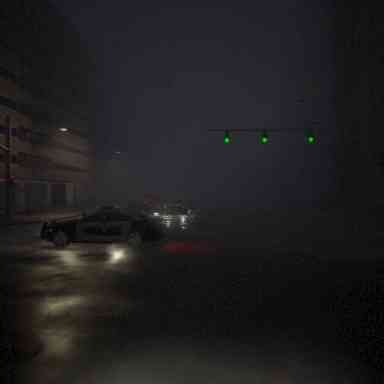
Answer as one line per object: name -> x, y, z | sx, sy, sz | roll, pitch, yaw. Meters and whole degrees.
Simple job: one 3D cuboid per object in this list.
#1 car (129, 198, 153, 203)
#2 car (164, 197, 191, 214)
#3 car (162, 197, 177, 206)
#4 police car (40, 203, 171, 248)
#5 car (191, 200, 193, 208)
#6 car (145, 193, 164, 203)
car -> -5.238, 1.564, 31.129 | 1.994, 1.385, 4.181 | 0, 0, 3
car -> -1.470, 1.477, 35.625 | 1.882, 1.535, 5.008 | 0, 0, 3
car -> -3.758, 1.592, 56.249 | 1.994, 1.385, 4.181 | 0, 0, 3
police car -> -3.735, 1.425, 14.220 | 5.238, 1.638, 1.930 | 0, 0, 4
car -> -0.869, 1.547, 46.085 | 2.033, 1.411, 5.357 | 0, 0, 4
car -> -4.724, 1.218, 40.472 | 2.150, 2.045, 5.566 | 0, 0, 3
